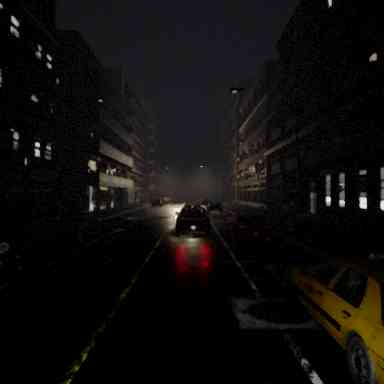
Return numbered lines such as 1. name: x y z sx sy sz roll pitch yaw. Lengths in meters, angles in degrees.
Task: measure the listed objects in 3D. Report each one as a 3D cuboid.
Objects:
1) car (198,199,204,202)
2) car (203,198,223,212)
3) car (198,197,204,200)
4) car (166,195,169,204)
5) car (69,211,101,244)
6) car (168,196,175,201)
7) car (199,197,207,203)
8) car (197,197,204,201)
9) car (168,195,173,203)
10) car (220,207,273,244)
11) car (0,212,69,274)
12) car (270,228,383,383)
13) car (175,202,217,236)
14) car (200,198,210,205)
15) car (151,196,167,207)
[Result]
1. car: 0.028 1.762 36.593 1.895 1.301 4.718 0 0 0
2. car: 2.616 1.721 38.641 2.008 1.369 4.403 0 0 0
3. car: 2.572 1.792 61.356 1.752 1.417 4.829 0 0 0
4. car: -5.810 1.816 61.174 2.008 1.369 4.403 0 0 0
5. car: -5.721 1.616 16.085 1.887 1.381 4.507 0 0 0
6. car: -5.875 1.933 94.820 1.752 1.417 4.829 0 0 0
7. car: 2.538 1.920 78.094 1.802 1.307 4.206 0 0 0
8. car: 2.505 1.991 95.003 1.802 1.307 4.206 0 0 0
9. car: -5.831 1.858 72.446 1.887 1.381 4.507 0 0 0
10. car: 2.660 1.616 16.097 1.887 1.381 4.507 0 0 0
11. car: -5.710 1.486 10.448 1.967 1.590 4.097 0 0 0
12. car: 2.682 1.548 4.995 1.752 1.417 4.829 0 0 0
13. car: 0.062 1.576 19.119 2.128 1.511 4.902 0 0 0
14. car: 2.560 1.856 66.822 1.947 1.339 4.313 0 0 0
15. car: -5.798 1.792 55.537 2.008 1.369 4.403 0 0 0
